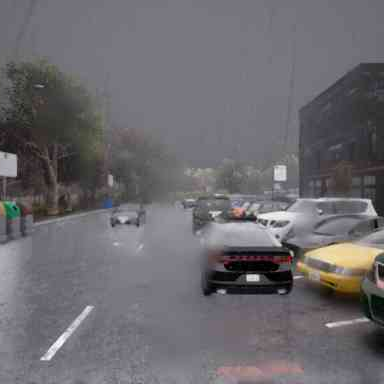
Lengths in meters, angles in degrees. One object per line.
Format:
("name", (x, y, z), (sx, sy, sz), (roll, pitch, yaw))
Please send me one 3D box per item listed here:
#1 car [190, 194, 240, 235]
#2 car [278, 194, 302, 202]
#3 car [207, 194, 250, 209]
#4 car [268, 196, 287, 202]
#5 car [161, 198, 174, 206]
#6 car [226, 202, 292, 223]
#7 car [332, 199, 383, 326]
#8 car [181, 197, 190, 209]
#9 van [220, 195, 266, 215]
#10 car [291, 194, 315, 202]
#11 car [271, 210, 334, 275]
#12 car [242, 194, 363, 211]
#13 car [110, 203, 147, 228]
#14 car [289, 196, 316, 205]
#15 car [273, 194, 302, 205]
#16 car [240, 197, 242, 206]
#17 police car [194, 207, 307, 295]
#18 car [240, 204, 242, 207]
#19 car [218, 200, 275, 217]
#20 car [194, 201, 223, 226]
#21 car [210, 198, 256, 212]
("car", (1.119, 1.244, 18.813), (2.150, 2.045, 5.566), (0, 0, 0))
("car", (23.616, 1.435, 80.383), (2.435, 2.045, 5.566), (0, -1, -22))
("car", (5.187, 1.327, 47.159), (5.566, 2.045, 2.435), (1, 0, -20))
("car", (20.593, 1.714, 80.285), (2.163, 1.488, 4.792), (0, -1, -22))
("car", (-4.147, 1.722, 57.101), (1.895, 1.301, 4.718), (0, 0, 2))
("car", (5.266, 1.561, 26.110), (4.674, 1.452, 2.002), (1, 0, -20))
("car", (5.299, 1.236, 5.070), (5.566, 2.045, 2.435), (1, 0, -20))
("car", (-0.203, 1.616, 46.323), (1.812, 1.442, 4.674), (0, 0, 0))
("van", (5.344, 1.321, 35.168), (4.442, 1.987, 1.878), (1, 0, -20))
("car", (26.676, 1.436, 80.434), (2.435, 2.045, 5.566), (1, -1, -22))
("car", (5.269, 1.522, 11.085), (4.792, 1.488, 2.163), (1, 0, -20))
("car", (5.269, 1.245, 14.087), (5.566, 2.045, 2.435), (1, 0, -20))
("car", (-4.198, 1.518, 22.593), (2.128, 1.511, 4.902), (0, 0, 0))
("car", (20.991, 1.662, 63.342), (2.163, 1.488, 4.792), (0, 1, -22))
("car", (18.077, 1.380, 63.214), (2.435, 2.045, 5.566), (0, 1, -22))
("car", (5.248, 1.381, 20.101), (4.553, 1.767, 2.185), (1, 0, -20))
("police car", (1.145, 1.430, 8.892), (1.930, 1.638, 5.238), (0, 0, 0))
("car", (5.261, 1.531, 17.086), (4.792, 1.488, 2.163), (1, 0, -20))
("car", (5.238, 1.536, 32.122), (5.008, 1.535, 2.097), (1, 0, -20))
("car", (1.101, 1.510, 24.783), (1.882, 1.535, 5.008), (0, 0, 0))
("car", (5.027, 1.556, 41.065), (5.366, 1.575, 1.946), (1, 0, -20))
